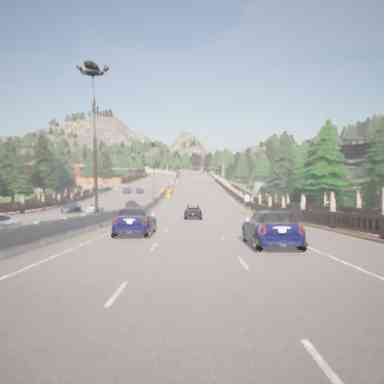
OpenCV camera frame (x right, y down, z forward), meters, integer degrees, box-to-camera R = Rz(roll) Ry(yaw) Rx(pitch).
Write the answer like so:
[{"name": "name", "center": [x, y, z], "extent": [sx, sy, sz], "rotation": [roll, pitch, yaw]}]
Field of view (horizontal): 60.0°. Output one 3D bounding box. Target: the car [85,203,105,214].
[{"name": "car", "center": [-14.021, 2.346, 48.445], "extent": [1.812, 1.442, 4.674], "rotation": [0, 0, 1]}]

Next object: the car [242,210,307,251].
[{"name": "car", "center": [3.607, 1.605, 15.407], "extent": [2.097, 1.767, 4.553], "rotation": [0, -1, 0]}]

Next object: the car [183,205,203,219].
[{"name": "car", "center": [0.117, 2.114, 36.111], "extent": [2.128, 1.511, 4.902], "rotation": [0, -1, 0]}]

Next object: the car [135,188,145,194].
[{"name": "car", "center": [-13.901, -0.321, 89.045], "extent": [2.033, 1.411, 5.357], "rotation": [0, 6, 0]}]

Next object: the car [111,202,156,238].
[{"name": "car", "center": [-3.391, 1.691, 20.175], "extent": [2.097, 1.767, 4.553], "rotation": [0, -1, 0]}]

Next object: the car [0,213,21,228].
[{"name": "car", "center": [-10.583, 1.811, 17.128], "extent": [1.812, 1.442, 4.674], "rotation": [0, -1, 0]}]

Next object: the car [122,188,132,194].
[{"name": "car", "center": [-17.401, -0.322, 89.066], "extent": [2.033, 1.411, 5.357], "rotation": [0, 6, 0]}]

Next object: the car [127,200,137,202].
[{"name": "car", "center": [-10.492, 2.217, 57.386], "extent": [1.837, 1.490, 4.892], "rotation": [0, 2, 0]}]

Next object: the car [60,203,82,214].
[{"name": "car", "center": [-17.521, 2.346, 48.447], "extent": [1.812, 1.442, 4.674], "rotation": [0, 0, 1]}]
